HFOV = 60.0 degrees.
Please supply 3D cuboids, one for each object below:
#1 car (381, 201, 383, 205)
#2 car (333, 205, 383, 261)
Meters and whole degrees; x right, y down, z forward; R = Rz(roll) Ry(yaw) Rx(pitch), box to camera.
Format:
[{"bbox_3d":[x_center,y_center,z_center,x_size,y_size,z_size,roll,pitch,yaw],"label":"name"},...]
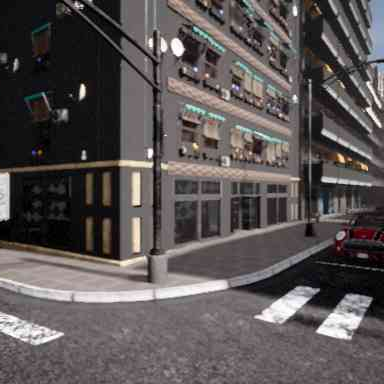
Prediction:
[{"bbox_3d":[9.652,1.445,16.380,1.967,1.590,4.097,0,0,36],"label":"car"},{"bbox_3d":[6.422,1.441,11.874,1.967,1.590,4.097,0,0,36],"label":"car"}]
